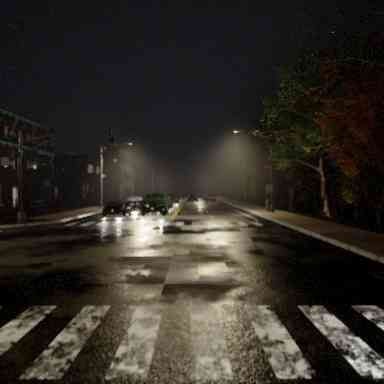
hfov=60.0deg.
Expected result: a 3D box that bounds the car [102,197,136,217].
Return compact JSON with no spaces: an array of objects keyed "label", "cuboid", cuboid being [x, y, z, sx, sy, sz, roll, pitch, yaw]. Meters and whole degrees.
[{"label":"car","cuboid":[-6.590,1.395,29.567,1.994,1.385,4.181,0,0,0]}]

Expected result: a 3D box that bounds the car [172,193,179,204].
[{"label":"car","cuboid":[-3.283,1.030,55.706,2.097,1.767,4.553,0,0,0]}]

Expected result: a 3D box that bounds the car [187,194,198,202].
[{"label":"car","cuboid":[0.119,1.169,61.529,1.812,1.442,4.674,0,0,0]}]

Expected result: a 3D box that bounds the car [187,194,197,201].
[{"label":"car","cuboid":[0.022,1.108,71.610,2.128,1.511,4.902,0,0,0]}]

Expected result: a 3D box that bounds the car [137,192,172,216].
[{"label":"car","cuboid":[-3.341,1.045,30.759,2.150,2.045,5.566,0,0,0]}]

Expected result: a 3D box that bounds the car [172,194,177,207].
[{"label":"car","cuboid":[-3.335,1.307,41.780,2.033,1.411,5.357,0,0,0]}]

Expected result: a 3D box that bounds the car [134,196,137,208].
[{"label":"car","cuboid":[-6.584,1.270,38.478,2.128,1.511,4.902,0,0,0]}]

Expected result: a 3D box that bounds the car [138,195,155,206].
[{"label":"car","cuboid":[-6.573,1.247,48.394,1.812,1.442,4.674,0,0,0]}]

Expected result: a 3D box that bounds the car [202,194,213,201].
[{"label":"car","cuboid":[3.270,1.130,70.384,2.033,1.411,5.357,0,0,0]}]

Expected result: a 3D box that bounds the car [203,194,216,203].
[{"label":"car","cuboid":[3.370,1.142,60.199,2.128,1.511,4.902,0,0,0]}]
